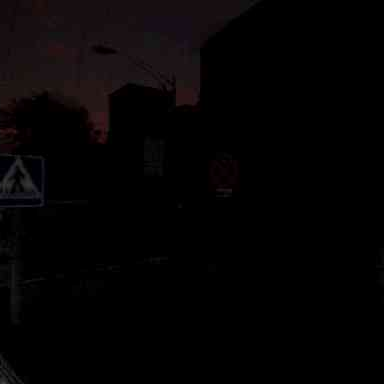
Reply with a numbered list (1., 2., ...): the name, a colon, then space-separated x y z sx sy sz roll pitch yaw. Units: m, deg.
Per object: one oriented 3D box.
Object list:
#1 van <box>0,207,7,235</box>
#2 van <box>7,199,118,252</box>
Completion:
1. van: -6.957 1.339 16.861 1.878 1.987 4.442 0 -1 34
2. van: -5.178 1.335 14.444 1.878 1.987 4.442 0 -1 34
